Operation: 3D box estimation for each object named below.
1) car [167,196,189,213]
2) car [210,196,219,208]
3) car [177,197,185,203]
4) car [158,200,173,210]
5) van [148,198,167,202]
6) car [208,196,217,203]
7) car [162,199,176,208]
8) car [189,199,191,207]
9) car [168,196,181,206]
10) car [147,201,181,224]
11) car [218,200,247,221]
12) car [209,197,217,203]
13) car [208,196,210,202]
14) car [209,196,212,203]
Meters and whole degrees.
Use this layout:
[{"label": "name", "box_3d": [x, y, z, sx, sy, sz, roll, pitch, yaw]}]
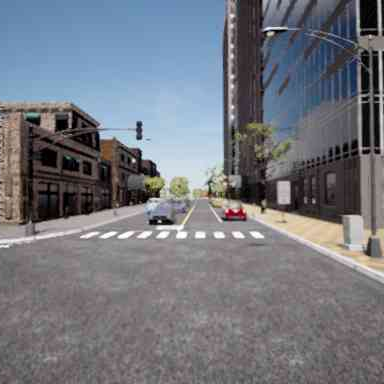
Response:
[{"label": "car", "box_3d": [-1.825, 1.653, 40.750, 2.097, 1.767, 4.553, 0, 0, 2]}, {"label": "car", "box_3d": [4.452, 1.908, 56.966, 1.752, 1.417, 4.829, 1, 0, 2]}, {"label": "car", "box_3d": [-2.950, 2.187, 90.077, 1.752, 1.417, 4.829, 1, 0, 2]}, {"label": "car", "box_3d": [-4.094, 1.974, 51.524, 1.802, 1.307, 4.206, 1, 0, 2]}, {"label": "van", "box_3d": [-4.420, 1.656, 40.461, 1.690, 1.788, 3.998, 1, 0, 2]}, {"label": "car", "box_3d": [5.433, 1.928, 89.991, 2.192, 1.841, 5.009, 1, 0, 2]}, {"label": "car", "box_3d": [-3.930, 1.997, 57.055, 1.947, 1.339, 4.313, 1, 0, 2]}, {"label": "car", "box_3d": [-1.146, 1.961, 60.648, 1.837, 1.490, 4.892, 0, -1, 2]}, {"label": "car", "box_3d": [-3.599, 1.823, 68.120, 2.192, 1.841, 5.009, 1, 0, 2]}, {"label": "car", "box_3d": [-2.252, 1.750, 26.698, 2.033, 1.411, 5.357, 0, 0, 2]}, {"label": "car", "box_3d": [3.627, 1.628, 29.134, 1.967, 1.590, 4.097, 1, 0, 2]}, {"label": "car", "box_3d": [5.272, 2.101, 84.626, 1.752, 1.417, 4.829, 1, 0, 2]}, {"label": "car", "box_3d": [4.939, 2.042, 73.392, 1.887, 1.381, 4.507, 1, 0, 2]}, {"label": "car", "box_3d": [4.616, 1.946, 62.498, 1.752, 1.417, 4.829, 1, 0, 2]}]
